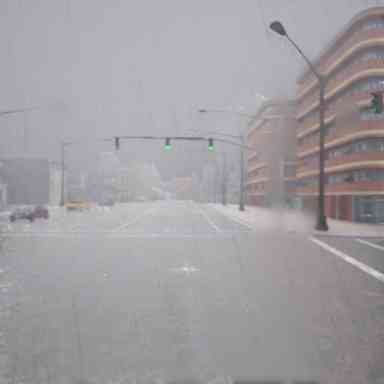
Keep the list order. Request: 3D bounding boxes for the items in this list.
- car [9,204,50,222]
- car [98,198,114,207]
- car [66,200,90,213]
[{"bbox_3d":[-14.201,1.777,29.377,1.812,1.442,4.674,0,0,-1],"label":"car"},{"bbox_3d":[-14.839,1.749,57.734,2.128,1.511,4.902,1,0,-1],"label":"car"},{"bbox_3d":[-14.518,1.747,42.520,1.882,1.535,5.008,0,0,-1],"label":"car"}]
